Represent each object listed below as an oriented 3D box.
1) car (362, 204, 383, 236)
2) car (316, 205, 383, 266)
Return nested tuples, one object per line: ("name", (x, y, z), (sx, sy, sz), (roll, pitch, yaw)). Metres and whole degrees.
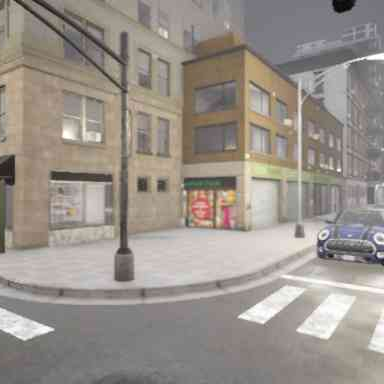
("car", (11.201, 1.517, 19.097), (1.837, 1.490, 4.892), (0, 0, 35))
("car", (5.924, 1.360, 11.675), (2.097, 1.767, 4.553), (0, 0, 35))
